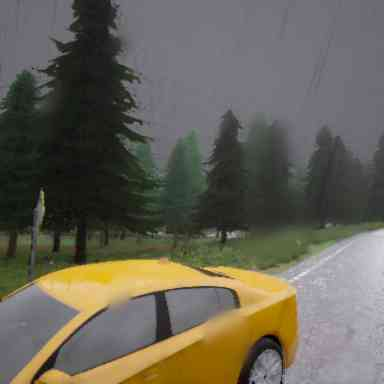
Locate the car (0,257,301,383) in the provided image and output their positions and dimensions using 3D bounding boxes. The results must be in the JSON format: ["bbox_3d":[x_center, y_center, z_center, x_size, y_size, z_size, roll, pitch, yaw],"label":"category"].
[{"bbox_3d":[-0.936,1.511,3.221,5.008,1.535,1.882,-1,0,-40],"label":"car"}]
